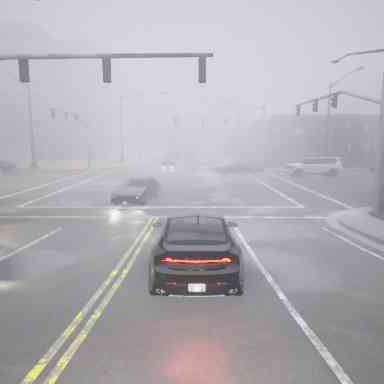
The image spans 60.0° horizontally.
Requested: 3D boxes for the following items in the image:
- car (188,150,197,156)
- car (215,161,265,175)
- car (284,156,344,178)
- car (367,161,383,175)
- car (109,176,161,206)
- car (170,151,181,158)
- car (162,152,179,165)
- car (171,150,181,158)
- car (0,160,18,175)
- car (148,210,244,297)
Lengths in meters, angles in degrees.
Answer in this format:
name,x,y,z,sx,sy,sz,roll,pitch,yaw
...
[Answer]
name,x,y,z,sx,sy,sz,roll,pitch,yaw
car,0.072,-9.257,79.085,1.994,1.385,4.181,0,9,0
car,5.202,-2.683,36.333,5.357,1.411,2.033,0,9,0
car,11.974,-2.469,32.792,5.566,2.045,2.150,0,9,0
car,22.157,-2.998,36.213,5.566,2.045,2.150,0,9,0
car,-3.233,-0.198,20.191,2.033,1.411,5.357,1,9,7
car,-3.512,-6.646,60.803,2.097,1.767,4.553,0,9,0
car,-3.551,-4.889,50.673,2.033,1.411,5.357,0,9,0
car,-3.436,-8.085,70.981,1.882,1.535,5.008,0,9,0
car,-21.783,-2.738,36.437,4.892,1.490,1.837,0,9,0
car,0.079,1.201,8.008,1.837,1.490,4.892,0,4,0
